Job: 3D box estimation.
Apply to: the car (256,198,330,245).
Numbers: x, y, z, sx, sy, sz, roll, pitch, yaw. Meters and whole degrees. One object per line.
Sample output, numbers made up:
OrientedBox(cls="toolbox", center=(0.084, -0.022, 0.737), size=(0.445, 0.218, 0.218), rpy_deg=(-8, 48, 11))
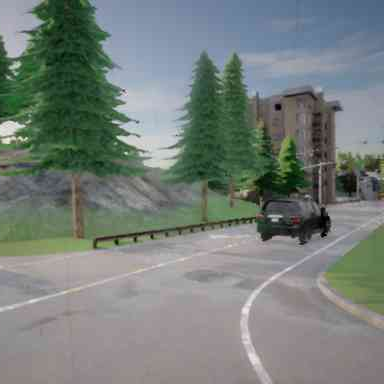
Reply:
OrientedBox(cls="car", center=(5.185, 1.331, 16.606), size=(2.150, 2.045, 5.566), rpy_deg=(0, 0, 36))
